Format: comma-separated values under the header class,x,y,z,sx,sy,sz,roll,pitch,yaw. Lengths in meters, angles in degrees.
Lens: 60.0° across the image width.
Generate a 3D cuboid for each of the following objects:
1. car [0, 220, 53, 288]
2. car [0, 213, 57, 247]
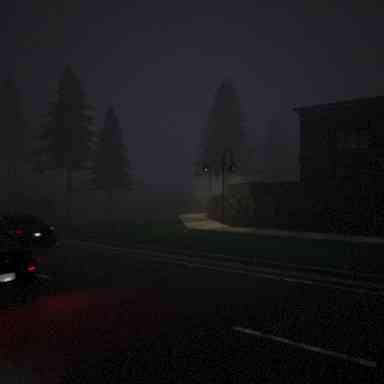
class,x,y,z,sx,sy,sz,roll,pitch,yaw
car,-5.533,1.526,7.939,4.674,1.442,1.812,0,0,36
car,-7.388,1.564,13.562,4.181,1.385,1.994,0,0,36
